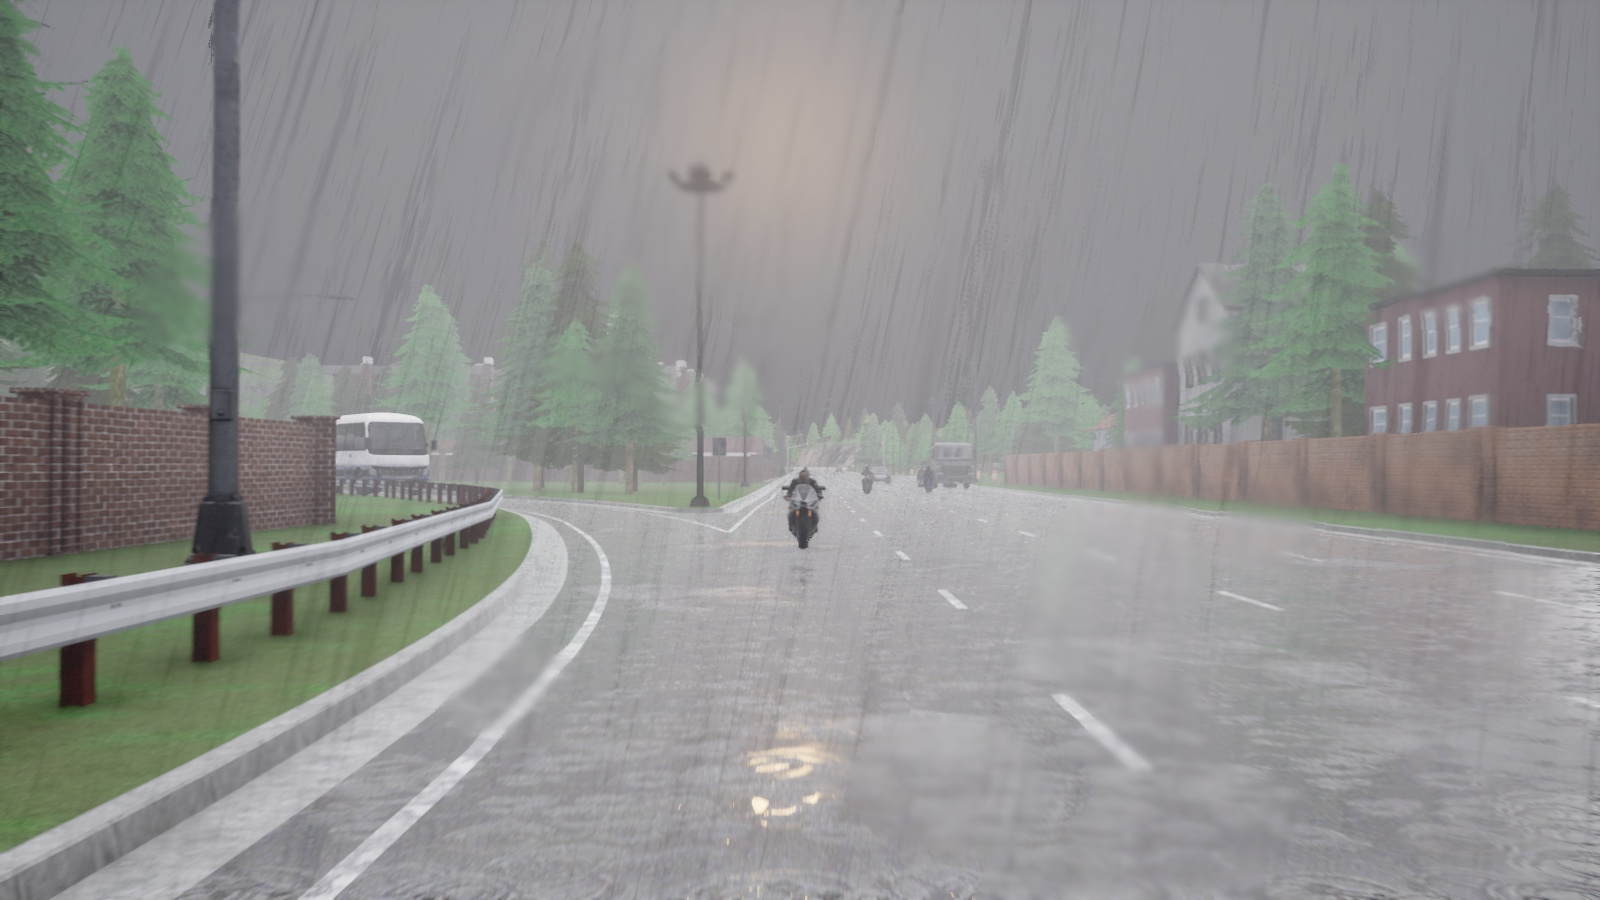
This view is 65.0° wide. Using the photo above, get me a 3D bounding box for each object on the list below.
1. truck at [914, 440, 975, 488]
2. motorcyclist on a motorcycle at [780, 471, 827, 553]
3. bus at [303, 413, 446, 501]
[{"bbox_3d":[10.826,1.041,94.685,2.891,3.462,7.936,0,-1,-6],"label":"truck"},{"bbox_3d":[0.069,1.169,24.437,0.866,1.530,2.191,0,-1,0],"label":"motorcyclist on a motorcycle"},{"bbox_3d":[-22.590,0.408,66.130,3.944,4.253,10.273,0,-1,-38],"label":"bus"}]
